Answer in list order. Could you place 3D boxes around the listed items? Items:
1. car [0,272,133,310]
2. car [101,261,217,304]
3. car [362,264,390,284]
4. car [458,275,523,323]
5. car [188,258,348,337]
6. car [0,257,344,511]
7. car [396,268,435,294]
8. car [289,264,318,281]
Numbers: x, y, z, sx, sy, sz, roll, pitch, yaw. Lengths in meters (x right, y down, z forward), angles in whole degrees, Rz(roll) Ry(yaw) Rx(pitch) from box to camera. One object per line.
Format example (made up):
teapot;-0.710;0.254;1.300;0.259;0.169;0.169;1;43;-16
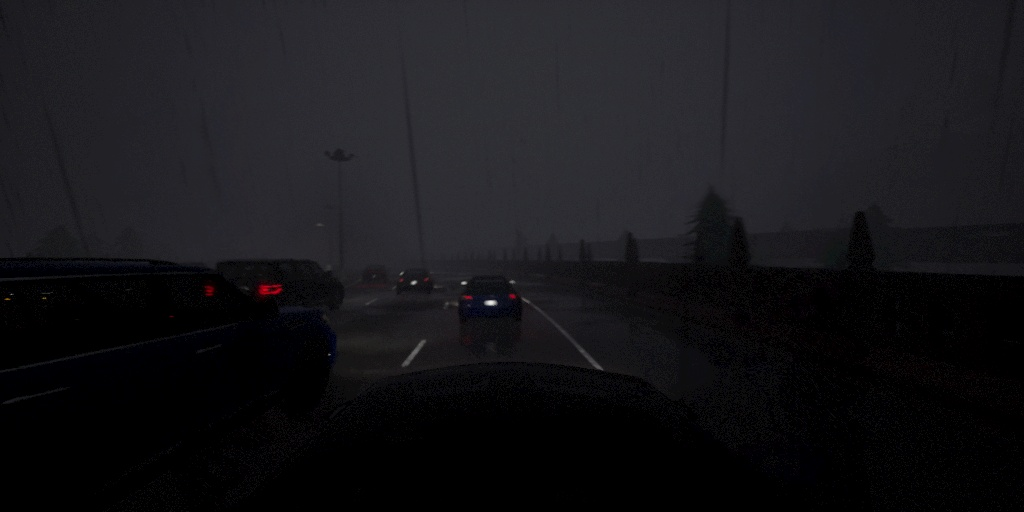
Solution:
car;-23.166;1.708;18.971;1.837;1.490;4.892;-1;0;-12
car;-19.959;1.364;20.768;2.150;2.045;5.566;-1;0;-13
car;-11.555;1.464;30.556;1.882;1.535;5.008;-1;0;-17
car;-0.788;1.332;12.395;1.994;1.385;4.181;-1;0;-5
car;-7.754;1.118;12.348;2.150;2.045;5.566;-1;0;-6
car;-3.687;1.036;3.030;2.150;2.045;5.566;-1;0;-1
car;-5.678;1.428;21.359;1.994;1.385;4.181;-1;0;-11
car;-21.816;1.700;37.743;2.128;1.511;4.902;-1;0;-24
